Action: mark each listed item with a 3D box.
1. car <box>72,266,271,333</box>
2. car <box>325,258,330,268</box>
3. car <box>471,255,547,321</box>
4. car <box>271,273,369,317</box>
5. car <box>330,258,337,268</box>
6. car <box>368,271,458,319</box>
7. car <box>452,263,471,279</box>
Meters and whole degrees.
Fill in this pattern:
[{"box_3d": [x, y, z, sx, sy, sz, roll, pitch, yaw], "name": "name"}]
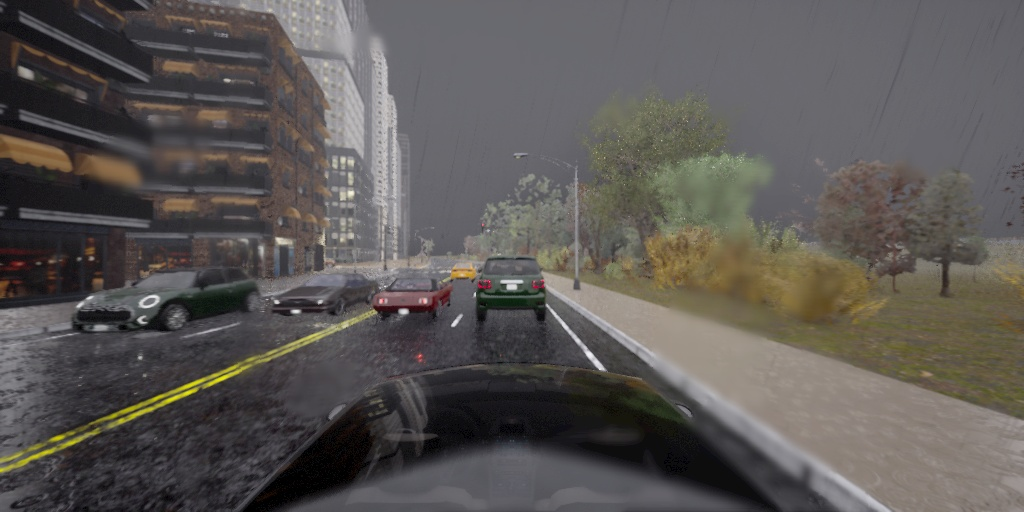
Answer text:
[{"box_3d": [-9.975, 1.148, 10.907, 2.097, 1.767, 4.553, 0, 0, -1], "name": "car"}, {"box_3d": [-28.187, 1.152, 49.282, 4.829, 1.417, 1.751, 0, 0, -13], "name": "car"}, {"box_3d": [-0.064, 1.012, 12.845, 2.150, 2.045, 5.566, 0, -1, -1], "name": "car"}, {"box_3d": [-6.771, 1.353, 13.801, 2.033, 1.411, 5.357, 0, 0, -1], "name": "car"}, {"box_3d": [-30.538, 1.051, 57.511, 4.097, 1.591, 1.967, 0, 0, -13], "name": "car"}, {"box_3d": [-3.322, 1.400, 13.068, 1.895, 1.301, 4.718, 0, 0, -1], "name": "car"}, {"box_3d": [-4.076, 1.342, 30.721, 1.882, 1.535, 5.008, 0, 0, -3], "name": "car"}]
